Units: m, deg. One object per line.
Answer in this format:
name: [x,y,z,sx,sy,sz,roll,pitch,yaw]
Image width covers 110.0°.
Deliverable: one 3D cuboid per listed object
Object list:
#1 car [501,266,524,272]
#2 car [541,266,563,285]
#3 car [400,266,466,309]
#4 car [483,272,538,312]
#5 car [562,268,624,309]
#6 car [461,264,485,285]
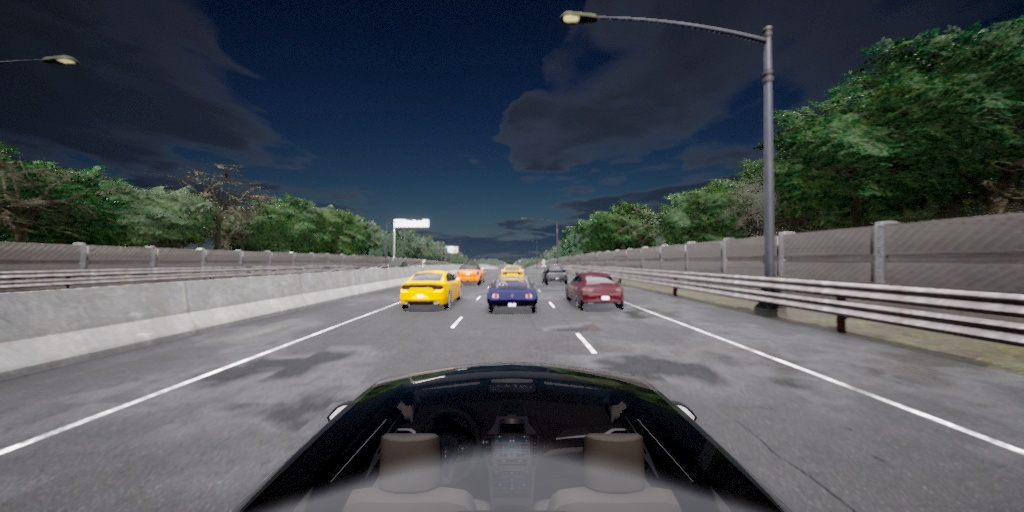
car: [0.048,1.587,31.108,1.882,1.535,5.008,0,-1,1]
car: [3.539,1.592,30.372,2.128,1.511,4.902,0,-1,1]
car: [-3.463,1.390,16.096,1.882,1.535,5.008,0,0,1]
car: [0.025,1.502,15.128,1.895,1.301,4.718,0,-1,0]
car: [3.532,1.434,15.759,1.812,1.442,4.674,0,0,1]
car: [-3.460,1.449,30.306,2.097,1.767,4.553,0,-1,0]
